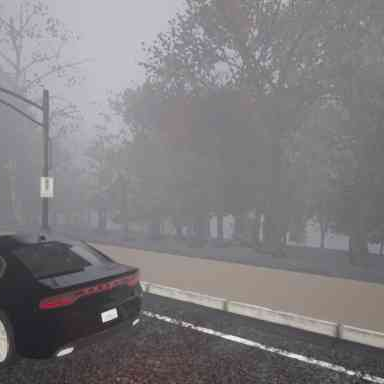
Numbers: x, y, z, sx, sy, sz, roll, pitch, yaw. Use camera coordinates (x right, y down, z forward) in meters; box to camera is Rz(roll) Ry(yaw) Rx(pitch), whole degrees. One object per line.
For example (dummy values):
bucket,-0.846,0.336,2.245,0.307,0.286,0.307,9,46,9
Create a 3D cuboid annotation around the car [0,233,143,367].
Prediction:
car,-3.076,1.476,5.871,5.008,1.535,1.882,0,0,37
